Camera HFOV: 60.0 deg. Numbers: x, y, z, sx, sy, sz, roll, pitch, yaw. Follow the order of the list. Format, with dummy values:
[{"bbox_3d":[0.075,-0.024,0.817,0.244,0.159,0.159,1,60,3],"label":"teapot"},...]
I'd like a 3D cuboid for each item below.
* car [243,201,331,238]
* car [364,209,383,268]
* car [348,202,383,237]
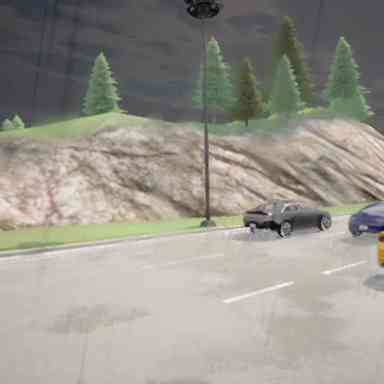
[{"bbox_3d":[4.566,1.161,15.585,4.902,1.511,2.128,-2,1,-35],"label":"car"},{"bbox_3d":[6.695,1.208,8.509,5.008,1.535,1.882,-2,1,-35],"label":"car"},{"bbox_3d":[8.424,1.136,14.054,4.674,1.442,1.812,-2,1,-36],"label":"car"}]
